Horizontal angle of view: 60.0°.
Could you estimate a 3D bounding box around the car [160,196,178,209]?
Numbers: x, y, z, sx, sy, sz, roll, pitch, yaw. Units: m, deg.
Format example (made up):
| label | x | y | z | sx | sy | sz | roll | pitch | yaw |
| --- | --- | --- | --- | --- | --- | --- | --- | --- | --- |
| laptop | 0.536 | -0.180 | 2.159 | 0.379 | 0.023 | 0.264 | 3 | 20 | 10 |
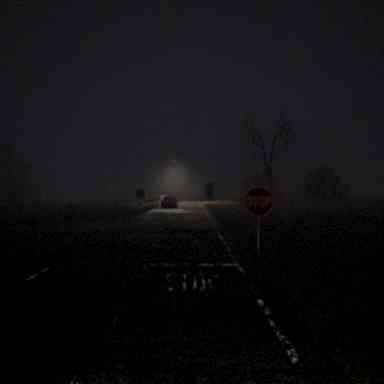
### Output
| label | x | y | z | sx | sy | sz | roll | pitch | yaw |
| --- | --- | --- | --- | --- | --- | --- | --- | --- | --- |
| car | -2.749 | 1.287 | 40.666 | 1.882 | 1.535 | 5.008 | 0 | 2 | 0 |
